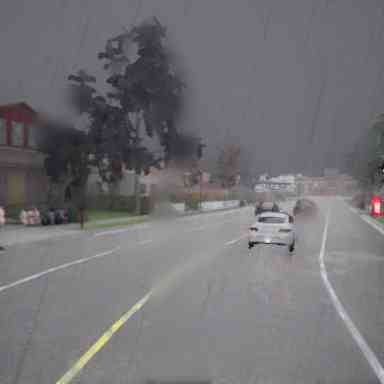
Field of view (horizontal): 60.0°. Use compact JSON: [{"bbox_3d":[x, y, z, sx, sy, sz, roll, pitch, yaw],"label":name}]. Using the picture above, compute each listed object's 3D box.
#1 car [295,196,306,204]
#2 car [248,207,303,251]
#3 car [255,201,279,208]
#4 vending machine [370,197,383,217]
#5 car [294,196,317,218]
[{"bbox_3d":[23.744,1.719,72.397,1.882,1.535,5.008,1,0,23],"label":"car"},{"bbox_3d":[3.700,1.614,14.725,1.812,1.442,4.674,1,0,21],"label":"car"},{"bbox_3d":[7.780,1.696,34.410,1.882,1.535,5.008,1,0,23],"label":"car"},{"bbox_3d":[19.333,1.562,34.858,1.100,2.100,0.880,1,0,23],"label":"vending machine"},{"bbox_3d":[11.535,1.615,33.801,2.097,1.767,4.553,1,0,23],"label":"car"}]
